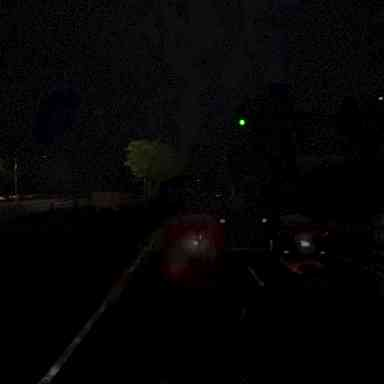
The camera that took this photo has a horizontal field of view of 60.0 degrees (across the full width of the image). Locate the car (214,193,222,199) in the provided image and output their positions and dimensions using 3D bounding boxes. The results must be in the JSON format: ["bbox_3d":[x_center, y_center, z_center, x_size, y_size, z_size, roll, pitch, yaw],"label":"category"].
[{"bbox_3d":[6.517,0.915,83.926,2.033,1.411,5.357,0,1,3],"label":"car"}]

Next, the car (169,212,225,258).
[{"bbox_3d":[0.270,1.520,13.091,1.882,1.535,5.008,0,0,4],"label":"car"}]

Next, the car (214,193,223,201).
[{"bbox_3d":[5.925,1.231,73.974,1.895,1.301,4.718,0,1,3],"label":"car"}]

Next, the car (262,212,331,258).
[{"bbox_3d":[3.892,1.520,13.128,1.882,1.535,5.008,0,0,6],"label":"car"}]

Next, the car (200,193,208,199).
[{"bbox_3d":[3.023,0.898,84.134,1.812,1.442,4.674,0,1,3],"label":"car"}]

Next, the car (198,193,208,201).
[{"bbox_3d":[2.428,0.990,74.119,2.097,1.767,4.553,0,1,3],"label":"car"}]
